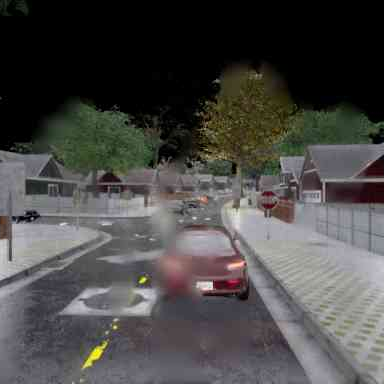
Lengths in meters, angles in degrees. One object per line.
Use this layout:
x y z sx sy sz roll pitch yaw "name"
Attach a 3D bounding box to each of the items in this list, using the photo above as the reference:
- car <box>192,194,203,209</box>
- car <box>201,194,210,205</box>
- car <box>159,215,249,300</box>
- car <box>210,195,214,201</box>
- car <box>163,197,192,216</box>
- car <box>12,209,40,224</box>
-0.134 1.434 44.680 2.033 1.411 5.357 0 0 6 "car"
1.229 1.159 55.293 2.097 1.767 4.553 0 0 8 "car"
0.282 1.526 8.293 1.812 1.442 4.674 0 0 1 "car"
3.462 1.193 69.312 1.895 1.301 4.718 0 0 9 "car"
-1.496 1.472 32.203 1.837 1.490 4.892 0 0 7 "car"
-12.530 1.361 21.657 4.718 1.301 1.895 1 0 3 "car"
